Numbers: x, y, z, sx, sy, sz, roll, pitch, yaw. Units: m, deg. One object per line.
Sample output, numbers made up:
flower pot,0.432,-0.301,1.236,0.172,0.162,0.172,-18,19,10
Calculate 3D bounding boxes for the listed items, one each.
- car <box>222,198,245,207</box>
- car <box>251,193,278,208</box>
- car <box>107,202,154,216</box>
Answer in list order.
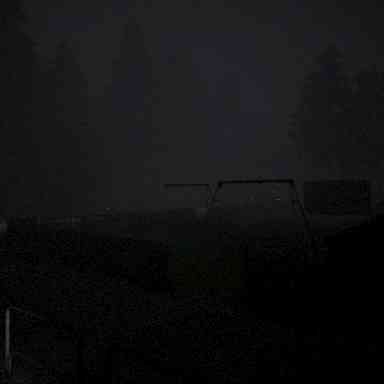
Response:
car,6.165,1.566,48.934,1.994,1.385,4.181,0,0,36
car,10.535,1.221,47.937,2.150,2.045,5.566,0,0,38
car,-5.894,1.599,32.186,1.895,1.301,4.718,0,0,36
